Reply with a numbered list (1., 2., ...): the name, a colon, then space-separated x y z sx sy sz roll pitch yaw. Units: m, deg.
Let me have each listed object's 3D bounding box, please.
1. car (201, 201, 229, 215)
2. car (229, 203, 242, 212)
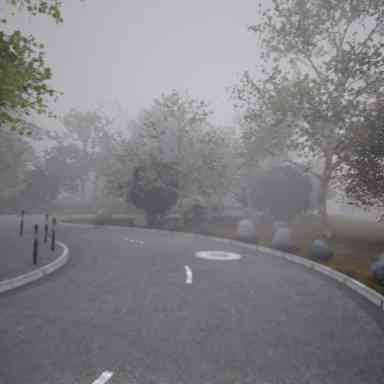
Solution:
1. car: 2.512 2.290 48.311 2.150 2.045 5.566 0 -2 39
2. car: 7.480 2.797 61.616 1.882 1.535 5.008 4 0 -19
